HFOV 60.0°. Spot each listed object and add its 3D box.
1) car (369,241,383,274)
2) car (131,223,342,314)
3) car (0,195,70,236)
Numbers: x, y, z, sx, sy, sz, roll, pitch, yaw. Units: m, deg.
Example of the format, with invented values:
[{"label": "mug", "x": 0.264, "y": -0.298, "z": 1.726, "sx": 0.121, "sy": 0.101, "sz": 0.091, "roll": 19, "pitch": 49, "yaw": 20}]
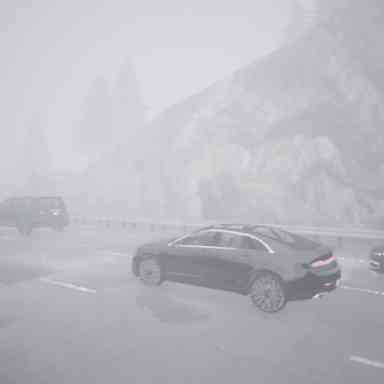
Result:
[{"label": "car", "x": 6.823, "y": 1.483, "z": 7.624, "sx": 4.892, "sy": 1.490, "sz": 1.837, "roll": 0, "pitch": 0, "yaw": 36}, {"label": "car", "x": 0.740, "y": 1.476, "z": 7.609, "sx": 4.902, "sy": 1.511, "sz": 2.128, "roll": 0, "pitch": 0, "yaw": 35}, {"label": "car", "x": -9.201, "y": 1.198, "z": 18.494, "sx": 5.566, "sy": 2.045, "sz": 2.150, "roll": 0, "pitch": 0, "yaw": 34}]
